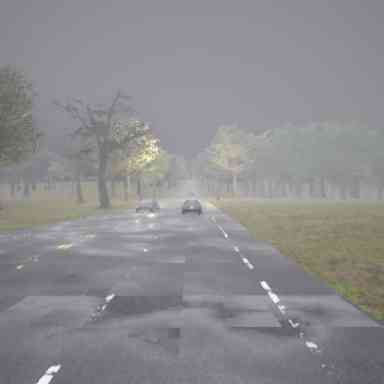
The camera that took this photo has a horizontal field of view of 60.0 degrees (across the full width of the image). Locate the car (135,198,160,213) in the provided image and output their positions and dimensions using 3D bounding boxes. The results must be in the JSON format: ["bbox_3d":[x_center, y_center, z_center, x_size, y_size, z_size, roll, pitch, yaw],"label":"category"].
[{"bbox_3d":[-4.710,1.431,35.834,1.812,1.442,4.674,0,0,7],"label":"car"}]

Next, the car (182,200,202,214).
[{"bbox_3d":[-0.012,1.474,34.725,1.994,1.385,4.181,0,0,0],"label":"car"}]
